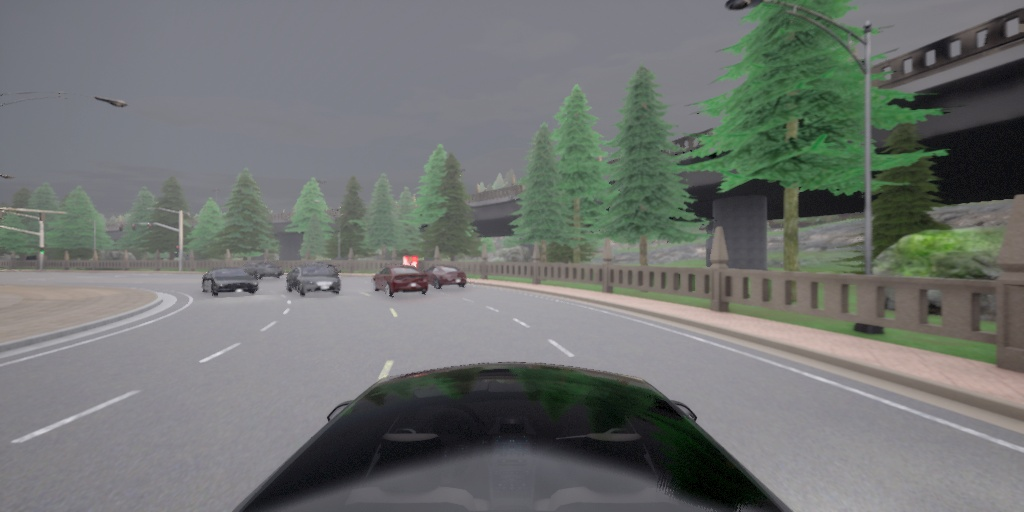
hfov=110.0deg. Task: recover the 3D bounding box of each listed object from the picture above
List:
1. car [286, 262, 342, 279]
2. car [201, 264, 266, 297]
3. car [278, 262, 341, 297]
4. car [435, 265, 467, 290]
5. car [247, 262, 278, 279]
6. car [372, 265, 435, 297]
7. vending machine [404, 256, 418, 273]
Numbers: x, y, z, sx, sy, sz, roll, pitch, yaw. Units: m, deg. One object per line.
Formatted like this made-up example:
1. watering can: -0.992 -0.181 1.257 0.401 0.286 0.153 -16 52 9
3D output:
1. car: -18.643 1.298 33.764 4.902 1.511 2.128 0 0 25
2. car: -15.511 1.342 19.612 5.357 1.411 2.033 0 0 42
3. car: -10.763 1.274 19.351 2.128 1.511 4.902 0 0 -42
4. car: -4.583 1.293 22.993 1.812 1.442 4.674 0 0 -37
5. car: -22.509 1.307 31.585 4.902 1.511 2.128 0 0 20
6. car: -6.128 1.248 19.324 1.882 1.535 5.008 0 0 -34
7. vending machine: -9.389 0.978 33.307 0.880 2.100 1.100 0 0 36
